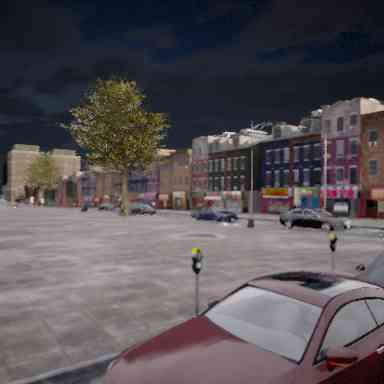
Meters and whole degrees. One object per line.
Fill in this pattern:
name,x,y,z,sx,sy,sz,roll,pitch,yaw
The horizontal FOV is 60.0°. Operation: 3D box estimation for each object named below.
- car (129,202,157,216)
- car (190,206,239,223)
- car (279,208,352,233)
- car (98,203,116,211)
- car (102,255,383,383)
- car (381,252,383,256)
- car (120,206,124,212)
car,-6.312,2.241,42.433,1.837,1.490,4.892,1,-1,-35
car,1.968,2.053,30.888,2.033,1.411,5.357,1,-1,-35
car,8.142,1.864,22.294,2.128,1.511,4.902,1,-1,-36
car,-15.338,2.667,60.006,2.128,1.511,4.902,1,-2,-36
car,1.126,1.617,3.613,4.206,1.307,1.802,1,-1,-36
car,4.107,1.646,5.740,4.313,1.339,1.947,1,-1,-36
car,-9.451,2.312,51.828,2.097,1.767,4.553,1,-2,-36
